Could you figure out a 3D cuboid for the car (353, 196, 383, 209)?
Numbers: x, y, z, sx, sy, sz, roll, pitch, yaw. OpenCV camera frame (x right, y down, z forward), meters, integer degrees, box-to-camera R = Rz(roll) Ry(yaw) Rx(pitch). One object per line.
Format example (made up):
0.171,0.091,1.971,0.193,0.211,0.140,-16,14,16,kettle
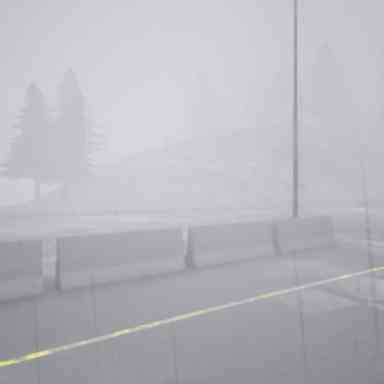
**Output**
20.980,1.215,38.888,4.181,1.385,1.994,0,0,-23,car
